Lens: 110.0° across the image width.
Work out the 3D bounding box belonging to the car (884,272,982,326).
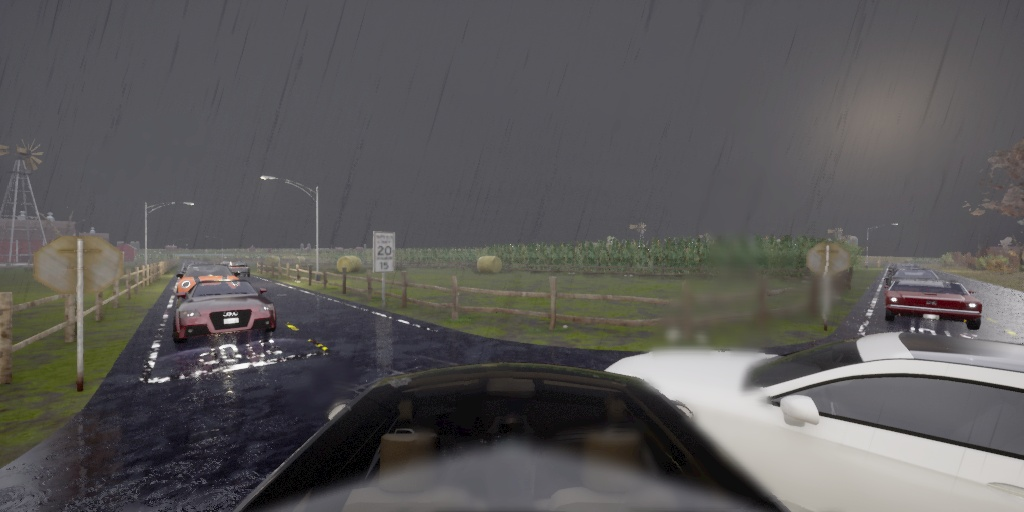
[{"bbox_3d":[13.423,1.397,11.627,4.718,1.301,1.895,0,1,-44],"label":"car"}]

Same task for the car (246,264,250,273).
[{"bbox_3d":[-27.281,1.298,35.519,2.128,1.511,4.902,0,0,-42],"label":"car"}]

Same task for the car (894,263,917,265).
[{"bbox_3d":[27.146,1.401,24.563,4.181,1.385,1.994,0,1,-43],"label":"car"}]

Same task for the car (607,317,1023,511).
[{"bbox_3d":[2.822,1.293,2.475,1.812,1.442,4.674,0,1,-44],"label":"car"}]

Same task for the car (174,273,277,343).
[{"bbox_3d":[-8.022,1.359,9.970,1.994,1.385,4.181,0,0,-43],"label":"car"}]

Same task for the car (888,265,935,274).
[{"bbox_3d":[20.444,1.363,18.251,5.357,1.411,2.033,0,1,-43],"label":"car"}]

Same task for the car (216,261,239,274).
[{"bbox_3d":[-34.066,1.323,42.920,1.837,1.490,4.892,0,0,-42],"label":"car"}]

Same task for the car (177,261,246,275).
[{"bbox_3d":[-13.853,1.147,16.404,2.097,1.767,4.553,0,0,-42],"label":"car"}]
